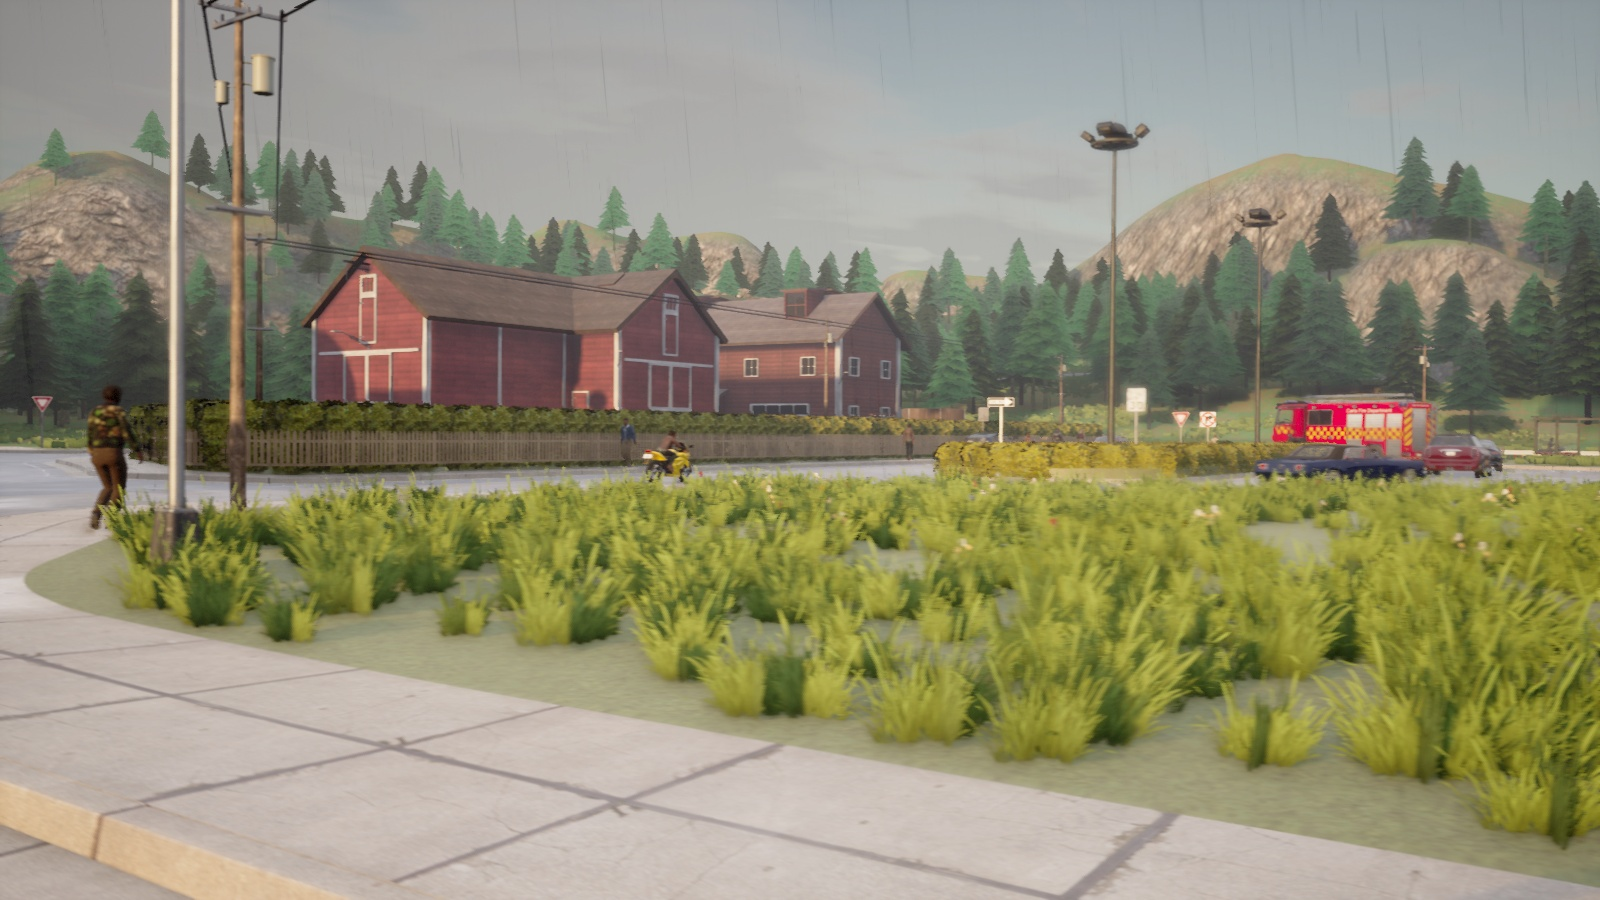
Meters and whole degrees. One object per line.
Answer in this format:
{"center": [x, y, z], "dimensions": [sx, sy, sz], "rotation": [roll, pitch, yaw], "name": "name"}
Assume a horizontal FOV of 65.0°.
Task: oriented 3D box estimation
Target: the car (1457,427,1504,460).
{"center": [31.174, -0.312, 57.608], "dimensions": [1.812, 1.442, 4.674], "rotation": [0, 1, 28], "name": "car"}

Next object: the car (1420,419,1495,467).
{"center": [25.459, -0.304, 48.544], "dimensions": [2.097, 1.767, 4.553], "rotation": [0, 1, 33], "name": "car"}

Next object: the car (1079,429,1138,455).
{"center": [18.699, -0.496, 75.917], "dimensions": [1.882, 1.535, 5.008], "rotation": [0, 1, 34], "name": "car"}

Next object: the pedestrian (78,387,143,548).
{"center": [-8.431, 0.207, 15.379], "dimensions": [0.395, 1.930, 0.692], "rotation": [-1, 1, -2], "name": "pedestrian"}

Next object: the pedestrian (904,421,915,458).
{"center": [5.405, -0.506, 61.857], "dimensions": [0.328, 1.805, 0.869], "rotation": [0, 1, 19], "name": "pedestrian"}

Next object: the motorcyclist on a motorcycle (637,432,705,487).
{"center": [-3.680, 0.256, 35.966], "dimensions": [0.797, 1.523, 2.044], "rotation": [0, 1, 34], "name": "motorcyclist on a motorcycle"}

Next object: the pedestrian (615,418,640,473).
{"center": [-6.175, -0.171, 45.009], "dimensions": [0.423, 1.949, 0.788], "rotation": [0, 1, 37], "name": "pedestrian"}

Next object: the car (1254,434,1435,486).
{"center": [14.787, 0.233, 34.067], "dimensions": [4.718, 1.301, 1.895], "rotation": [-1, 1, -26], "name": "car"}

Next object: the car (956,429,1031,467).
{"center": [8.372, -0.104, 54.079], "dimensions": [1.789, 1.549, 3.705], "rotation": [0, 1, 34], "name": "car"}

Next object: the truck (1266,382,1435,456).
{"center": [30.001, -1.645, 68.880], "dimensions": [2.891, 3.827, 8.468], "rotation": [-1, 1, -30], "name": "truck"}
